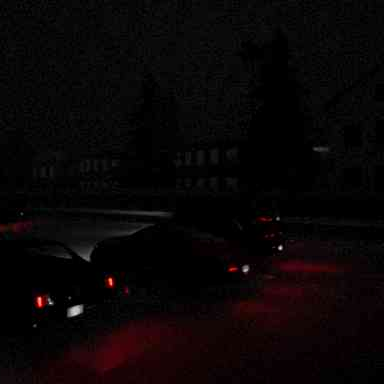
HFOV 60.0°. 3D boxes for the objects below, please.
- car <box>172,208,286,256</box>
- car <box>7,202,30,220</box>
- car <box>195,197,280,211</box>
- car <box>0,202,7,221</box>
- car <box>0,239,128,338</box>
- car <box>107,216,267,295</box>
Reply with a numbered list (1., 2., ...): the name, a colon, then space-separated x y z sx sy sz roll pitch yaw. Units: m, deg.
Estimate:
1. car: 0.852 1.518 11.984 4.892 1.490 1.837 0 0 36
2. car: -15.597 1.551 28.019 4.902 1.511 2.128 0 0 36
3. car: 1.506 1.238 15.817 5.566 2.045 2.150 0 0 36
4. car: -15.599 1.531 23.721 5.008 1.535 1.882 0 0 36
5. car: -3.668 1.614 6.610 4.718 1.301 1.895 0 0 36
6. car: -0.664 1.537 8.766 4.674 1.442 1.812 0 0 36
